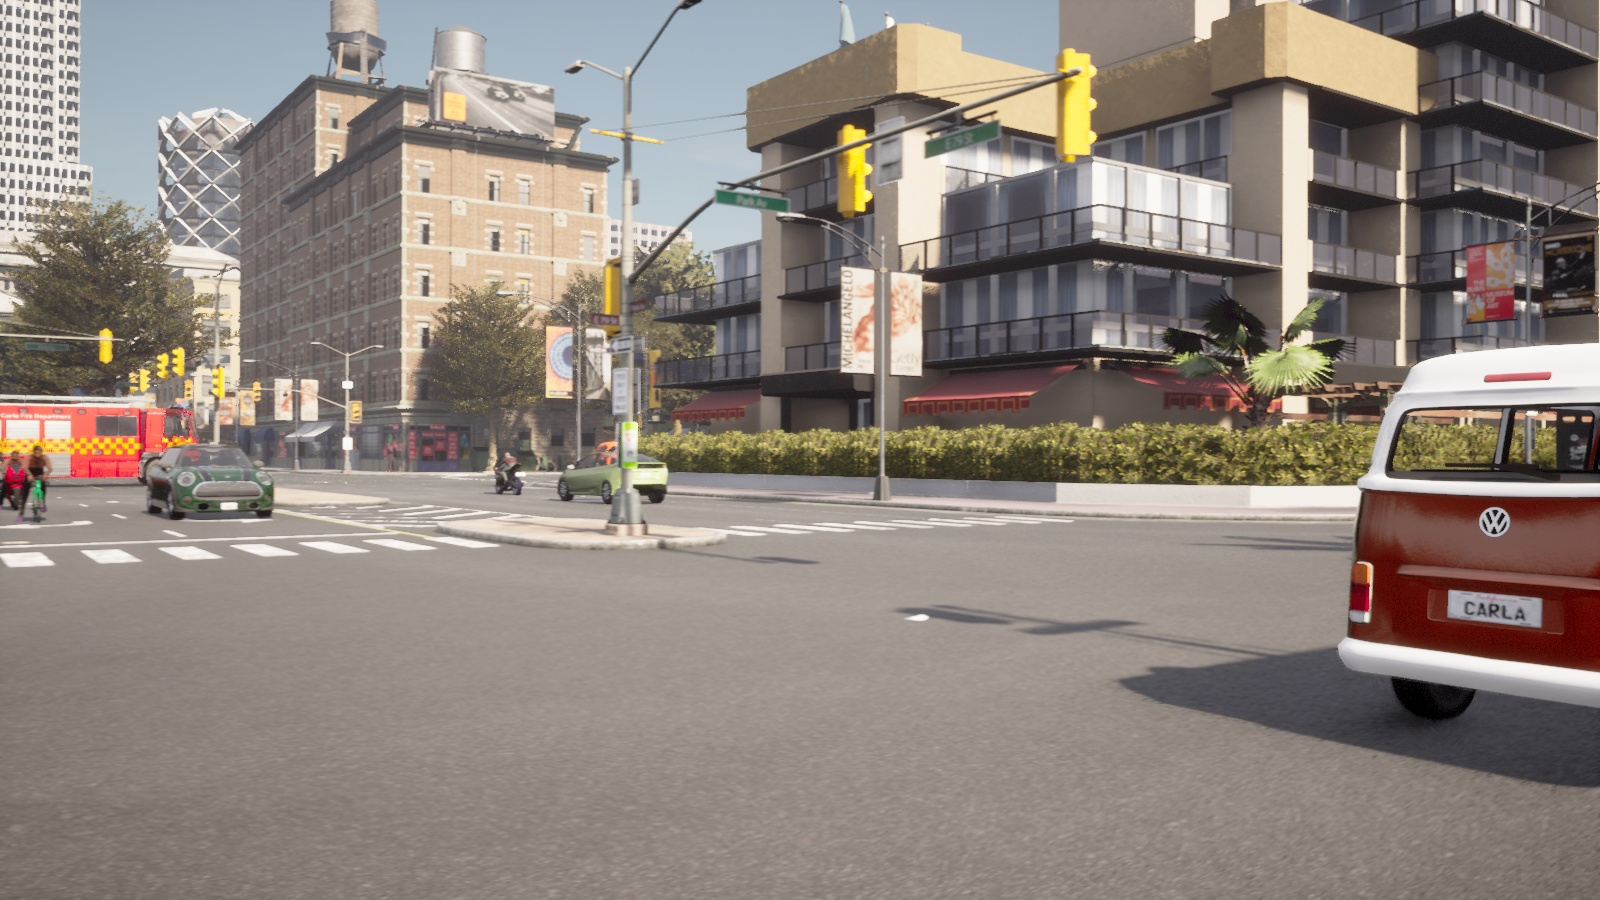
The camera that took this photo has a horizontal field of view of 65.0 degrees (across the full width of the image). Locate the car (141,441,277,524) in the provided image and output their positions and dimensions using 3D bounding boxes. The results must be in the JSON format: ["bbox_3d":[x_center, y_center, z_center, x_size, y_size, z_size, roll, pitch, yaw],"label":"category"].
[{"bbox_3d":[-13.784,0.704,29.151,2.097,1.767,4.553,0,0,-35],"label":"car"}]

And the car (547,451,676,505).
[{"bbox_3d":[-5.710,0.796,37.646,2.007,1.525,4.514,0,0,-35],"label":"car"}]

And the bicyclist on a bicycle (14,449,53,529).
[{"bbox_3d":[-16.150,0.797,26.436,0.582,1.620,1.656,0,0,-35],"label":"bicyclist on a bicycle"}]

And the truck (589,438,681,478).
[{"bbox_3d":[-10.555,0.478,80.524,5.204,2.467,2.627,0,0,-36],"label":"truck"}]

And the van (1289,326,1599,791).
[{"bbox_3d":[5.064,0.475,7.185,4.480,2.038,2.069,0,0,-35],"label":"van"}]

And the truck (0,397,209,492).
[{"bbox_3d":[-30.097,-0.225,53.593,8.468,3.827,2.891,0,0,-36],"label":"truck"}]

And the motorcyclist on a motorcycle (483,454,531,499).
[{"bbox_3d":[-10.327,0.910,44.162,0.866,1.530,2.191,0,0,-35],"label":"motorcyclist on a motorcycle"}]

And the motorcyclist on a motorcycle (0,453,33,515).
[{"bbox_3d":[-20.099,0.848,32.008,0.797,1.523,2.044,0,0,-35],"label":"motorcyclist on a motorcycle"}]
